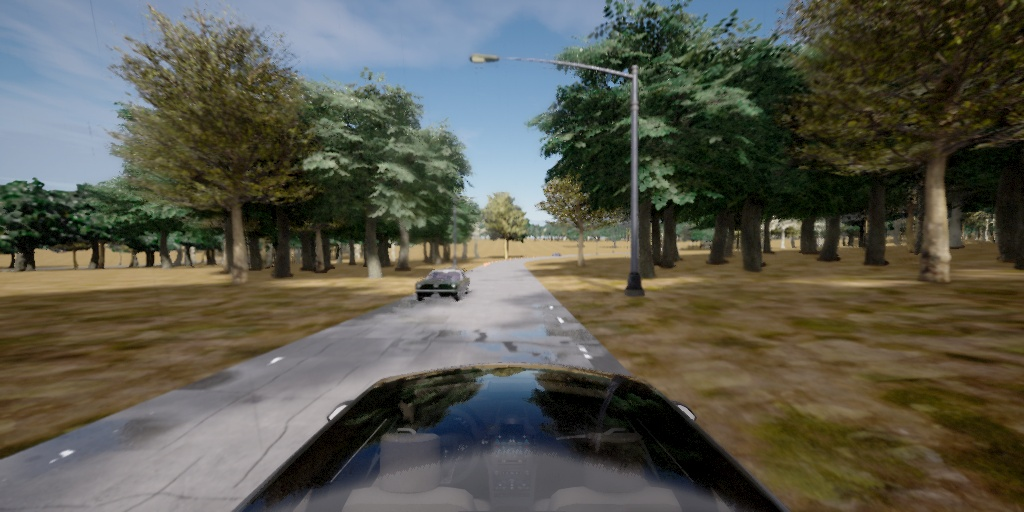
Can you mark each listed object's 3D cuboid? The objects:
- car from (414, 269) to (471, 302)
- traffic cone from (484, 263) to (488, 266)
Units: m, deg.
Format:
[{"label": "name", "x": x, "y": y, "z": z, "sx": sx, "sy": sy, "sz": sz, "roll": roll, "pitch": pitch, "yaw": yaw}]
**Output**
[{"label": "car", "x": -3.103, "y": 1.301, "z": 16.825, "sx": 1.895, "sy": 1.301, "sz": 4.718, "roll": 0, "pitch": 0, "yaw": 0}, {"label": "traffic cone", "x": -4.212, "y": 1.295, "z": 55.422, "sx": 0.340, "sy": 0.580, "sz": 0.340, "roll": 0, "pitch": 0, "yaw": 0}]
